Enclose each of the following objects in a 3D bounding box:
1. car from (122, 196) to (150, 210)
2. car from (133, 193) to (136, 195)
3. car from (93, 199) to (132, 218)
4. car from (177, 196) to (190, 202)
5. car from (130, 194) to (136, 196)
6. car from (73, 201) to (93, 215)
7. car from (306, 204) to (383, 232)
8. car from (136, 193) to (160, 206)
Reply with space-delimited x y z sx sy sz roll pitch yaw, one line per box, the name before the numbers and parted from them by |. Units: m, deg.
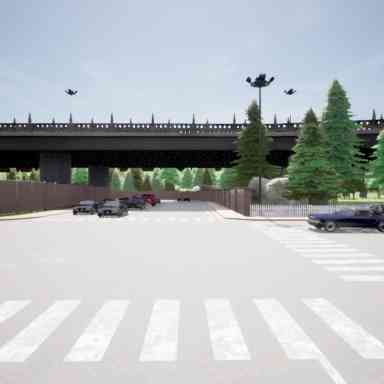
car | -6.987 1.548 42.090 2.033 1.411 5.357 0 0 0
car | -10.752 1.215 64.831 2.150 2.045 5.566 0 1 -5
car | -7.060 1.565 29.887 1.994 1.385 4.181 0 0 1
car | -1.921 1.553 75.249 1.994 1.385 4.181 0 0 -19
car | -10.549 1.526 52.782 1.812 1.442 4.674 0 0 0
car | -10.575 1.564 33.886 1.994 1.385 4.181 0 0 0
car | 9.050 1.545 18.893 4.718 1.301 1.895 0 0 1
car | -6.972 1.221 53.269 2.150 2.045 5.566 0 0 0
